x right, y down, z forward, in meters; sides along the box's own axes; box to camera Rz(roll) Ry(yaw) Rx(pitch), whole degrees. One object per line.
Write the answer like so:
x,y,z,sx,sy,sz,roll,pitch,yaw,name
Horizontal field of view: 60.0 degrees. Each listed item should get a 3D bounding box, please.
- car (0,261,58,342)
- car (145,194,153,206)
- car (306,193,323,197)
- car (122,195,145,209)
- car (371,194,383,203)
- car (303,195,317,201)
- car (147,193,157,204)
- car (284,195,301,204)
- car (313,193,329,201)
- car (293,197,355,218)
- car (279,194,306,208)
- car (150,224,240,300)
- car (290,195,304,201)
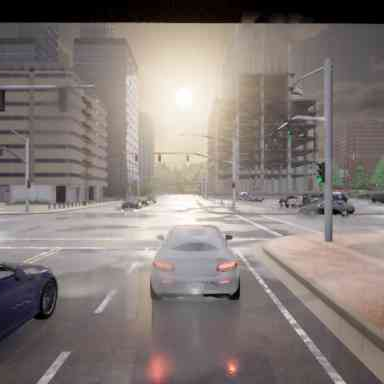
-3.442,1.526,4.387,1.812,1.442,4.674,0,0,0,car
-8.168,1.477,55.300,1.882,1.535,5.008,0,0,0,car
15.956,1.156,44.268,1.905,1.878,3.866,0,0,0,car
-8.090,1.352,44.850,2.097,1.767,4.553,0,0,0,car
35.474,1.153,61.921,1.932,1.855,4.605,0,0,0,car
27.167,1.364,76.892,1.784,1.438,3.905,0,0,0,car
-8.207,1.220,65.879,2.150,2.045,5.566,0,0,-1,car
18.577,1.395,61.749,1.970,1.475,3.806,0,0,0,car
29.850,1.153,76.955,1.932,1.855,4.605,0,0,0,car
12.096,1.491,30.074,4.902,1.511,2.128,0,0,0,car
13.061,1.153,44.309,1.932,1.855,4.605,0,0,0,car
0.070,1.526,8.262,1.812,1.442,4.674,0,0,0,car
24.272,1.395,76.878,1.970,1.475,3.806,0,0,0,car
